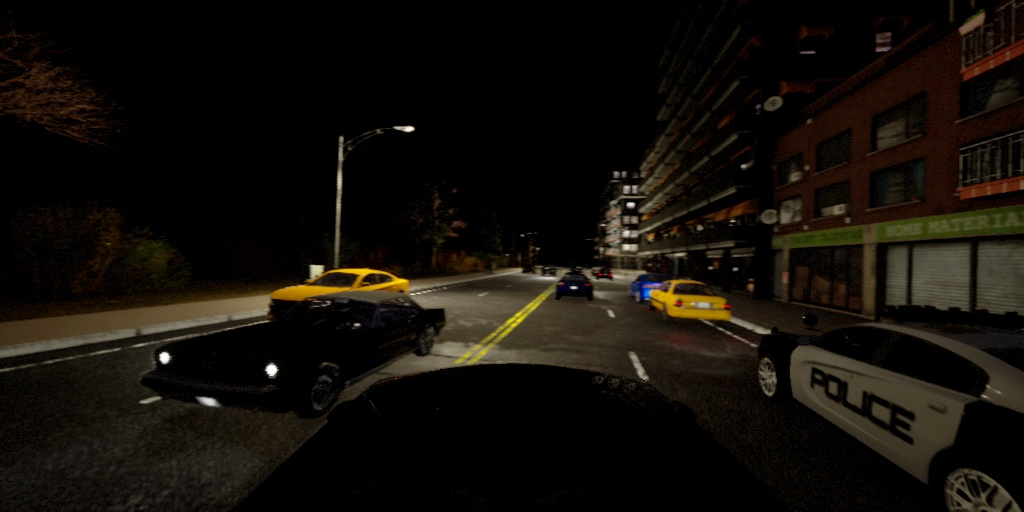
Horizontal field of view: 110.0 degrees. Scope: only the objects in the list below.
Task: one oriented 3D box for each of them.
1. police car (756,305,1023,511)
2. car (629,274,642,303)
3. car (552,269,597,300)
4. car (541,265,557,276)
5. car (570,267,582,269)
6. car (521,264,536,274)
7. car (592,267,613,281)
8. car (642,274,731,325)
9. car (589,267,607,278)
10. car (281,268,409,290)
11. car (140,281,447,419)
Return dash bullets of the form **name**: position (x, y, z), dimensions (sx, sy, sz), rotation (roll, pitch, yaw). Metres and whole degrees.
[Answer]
- **police car**: position (4.472, 1.357, 3.781), dimensions (1.930, 1.638, 5.238), rotation (2, -1, 12)
- **car**: position (7.595, 1.688, 19.445), dimensions (1.882, 1.535, 5.008), rotation (2, -1, 11)
- **car**: position (3.564, 1.639, 20.384), dimensions (1.994, 1.385, 4.181), rotation (2, -1, 11)
- **car**: position (4.875, 1.912, 47.175), dimensions (2.128, 1.511, 4.902), rotation (2, -1, 10)
- **car**: position (7.534, 2.006, 42.146), dimensions (2.033, 1.411, 5.357), rotation (2, -1, 10)
- **car**: position (2.548, 1.908, 52.998), dimensions (1.837, 1.490, 4.892), rotation (2, -1, 9)
- **car**: position (10.610, 2.108, 41.410), dimensions (2.033, 1.411, 5.357), rotation (2, -1, 10)
- **car**: position (6.479, 1.564, 13.712), dimensions (1.801, 1.575, 5.366), rotation (2, -1, 11)
- **car**: position (12.262, 2.280, 51.352), dimensions (2.033, 1.411, 5.357), rotation (2, -1, 9)
- **car**: position (-5.060, 1.145, 11.247), dimensions (1.882, 1.535, 5.008), rotation (2, -1, 11)
- **car**: position (-2.814, 1.294, 6.018), dimensions (1.895, 1.301, 4.718), rotation (2, -1, 12)
